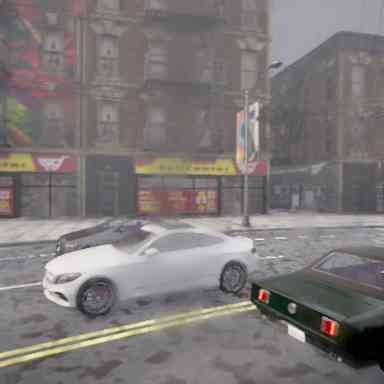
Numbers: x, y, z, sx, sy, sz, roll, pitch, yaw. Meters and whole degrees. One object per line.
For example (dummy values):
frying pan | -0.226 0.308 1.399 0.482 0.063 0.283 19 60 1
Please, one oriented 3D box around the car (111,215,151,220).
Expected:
car | -2.018 1.442 10.410 4.181 1.385 1.994 0 1 -27

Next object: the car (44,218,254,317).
car | -0.661 1.443 7.247 4.674 1.442 1.812 0 1 -28

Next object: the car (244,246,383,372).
car | 3.378 1.559 5.272 4.718 1.301 1.895 0 1 -25
